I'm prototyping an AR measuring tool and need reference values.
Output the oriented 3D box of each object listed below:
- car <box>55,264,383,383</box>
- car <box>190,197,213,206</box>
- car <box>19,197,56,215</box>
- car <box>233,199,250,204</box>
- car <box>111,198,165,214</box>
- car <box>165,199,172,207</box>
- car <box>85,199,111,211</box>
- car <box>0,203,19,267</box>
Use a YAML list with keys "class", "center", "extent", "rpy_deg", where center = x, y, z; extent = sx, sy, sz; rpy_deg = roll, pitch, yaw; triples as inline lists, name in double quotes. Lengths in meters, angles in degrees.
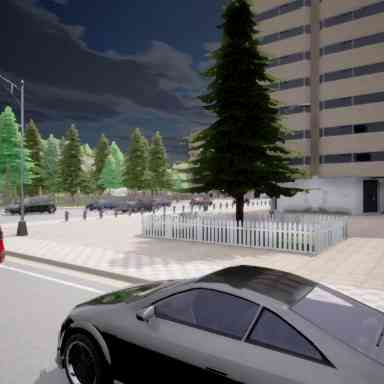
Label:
- class: "car"
  center: [0.373, 1.564, 3.726]
  extent: [4.181, 1.385, 1.994]
  rpy_deg: [0, 0, 35]
- class: "car"
  center: [1.500, 1.526, 52.047]
  extent: [1.812, 1.442, 4.674]
  rpy_deg: [0, 0, 35]
- class: "car"
  center: [-16.187, 1.352, 33.554]
  extent: [2.097, 1.767, 4.553]
  rpy_deg: [0, 0, 35]
- class: "car"
  center: [9.482, 1.564, 63.247]
  extent: [1.994, 1.385, 4.181]
  rpy_deg: [0, 0, 35]
- class: "car"
  center: [-5.718, 1.547, 35.852]
  extent: [2.033, 1.411, 5.357]
  rpy_deg: [0, 0, 35]
- class: "car"
  center: [-4.923, 1.564, 49.362]
  extent: [1.994, 1.385, 4.181]
  rpy_deg: [0, 0, 36]
- class: "car"
  center: [-10.612, 1.547, 41.391]
  extent: [2.033, 1.411, 5.357]
  rpy_deg: [0, 0, 35]
- class: "car"
  center: [-7.318, 1.221, 9.157]
  extent: [5.566, 2.045, 2.150]
  rpy_deg: [0, 0, 36]
